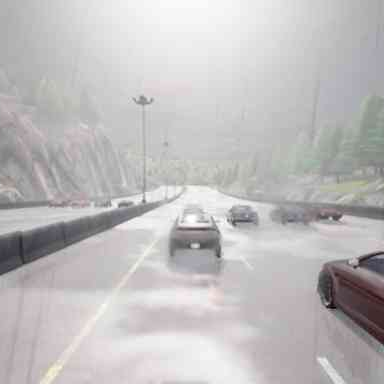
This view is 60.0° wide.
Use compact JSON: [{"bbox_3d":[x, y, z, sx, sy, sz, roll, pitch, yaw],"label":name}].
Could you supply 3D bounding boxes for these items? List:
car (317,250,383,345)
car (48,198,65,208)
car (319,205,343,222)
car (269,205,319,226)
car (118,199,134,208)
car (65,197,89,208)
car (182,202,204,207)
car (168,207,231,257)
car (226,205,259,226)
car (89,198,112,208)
[{"bbox_3d":[3.601,1.586,5.272,1.994,1.385,4.181,0,0,0],"label":"car"},{"bbox_3d":[-21.008,1.742,52.590,1.812,1.442,4.674,0,0,1],"label":"car"},{"bbox_3d":[10.624,1.715,27.729,1.895,1.301,4.718,0,0,0],"label":"car"},{"bbox_3d":[7.121,1.648,24.474,2.033,1.411,5.357,0,0,0],"label":"car"},{"bbox_3d":[-10.512,1.820,53.056,1.895,1.301,4.718,0,0,1],"label":"car"},{"bbox_3d":[-17.515,1.567,52.103,2.097,1.767,4.553,0,0,0],"label":"car"},{"bbox_3d":[0.125,1.649,29.837,1.812,1.442,4.674,0,0,0],"label":"car"},{"bbox_3d":[0.111,1.546,13.192,2.128,1.511,4.902,0,0,0],"label":"car"},{"bbox_3d":[3.621,1.648,24.397,2.033,1.411,5.357,0,0,0],"label":"car"},{"bbox_3d":[-14.014,1.708,52.523,2.128,1.511,4.902,0,0,0],"label":"car"}]
